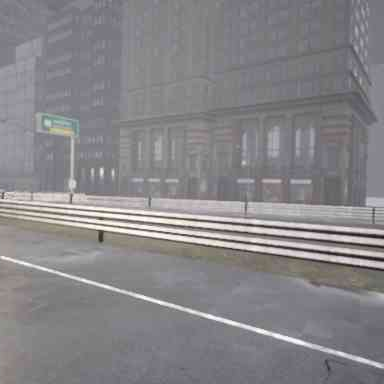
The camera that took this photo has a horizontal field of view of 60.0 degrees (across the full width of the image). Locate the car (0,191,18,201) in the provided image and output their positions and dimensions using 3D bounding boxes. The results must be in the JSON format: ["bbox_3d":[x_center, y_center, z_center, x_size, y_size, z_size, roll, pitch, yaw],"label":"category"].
[{"bbox_3d":[-26.536,0.525,45.891,5.357,1.411,2.033,2,1,18],"label":"car"}]
